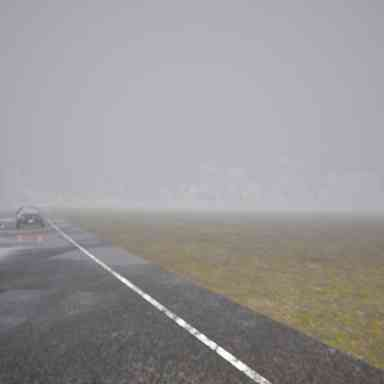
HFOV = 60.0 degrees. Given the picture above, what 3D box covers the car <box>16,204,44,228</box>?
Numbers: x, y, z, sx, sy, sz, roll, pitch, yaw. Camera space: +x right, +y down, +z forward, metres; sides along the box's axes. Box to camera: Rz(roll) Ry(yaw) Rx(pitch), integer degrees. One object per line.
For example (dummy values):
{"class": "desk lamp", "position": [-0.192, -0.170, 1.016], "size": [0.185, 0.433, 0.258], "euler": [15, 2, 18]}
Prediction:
{"class": "car", "position": [-12.494, 1.934, 25.709], "size": [1.812, 1.442, 4.674], "euler": [0, -1, -27]}
